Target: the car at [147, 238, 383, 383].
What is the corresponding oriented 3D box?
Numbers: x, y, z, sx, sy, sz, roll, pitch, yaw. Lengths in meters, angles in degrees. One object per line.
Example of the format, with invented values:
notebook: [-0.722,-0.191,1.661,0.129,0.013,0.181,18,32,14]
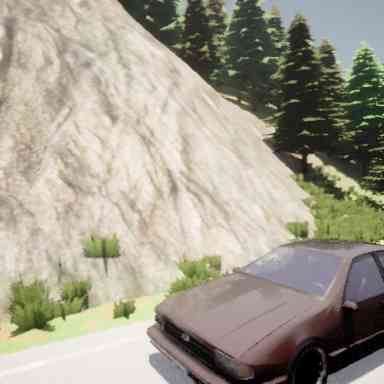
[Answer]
car: [2.072,1.474,5.038,5.357,1.411,2.033,0,1,-34]
